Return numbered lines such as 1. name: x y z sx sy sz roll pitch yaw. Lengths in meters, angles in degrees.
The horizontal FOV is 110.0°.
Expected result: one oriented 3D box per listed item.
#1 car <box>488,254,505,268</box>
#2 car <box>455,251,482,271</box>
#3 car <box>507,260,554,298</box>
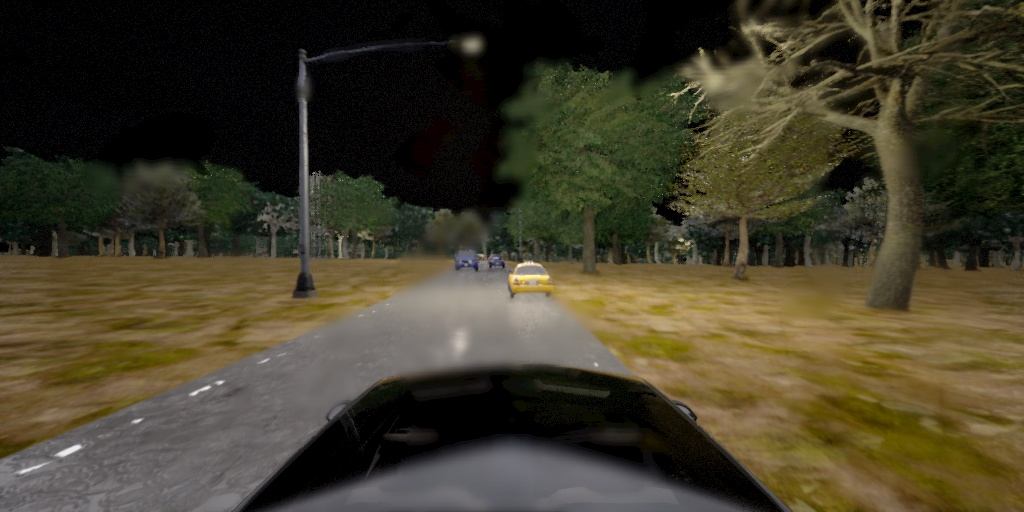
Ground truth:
1. car: -1.852 0.700 44.570 1.812 1.442 4.674 0 0 -3
2. car: -4.553 0.483 37.112 2.150 2.045 5.566 0 0 -3
3. car: 0.749 0.976 16.650 1.801 1.575 5.366 0 1 -2
